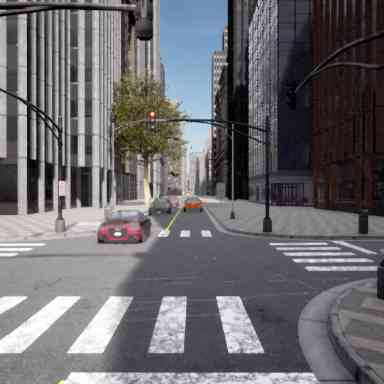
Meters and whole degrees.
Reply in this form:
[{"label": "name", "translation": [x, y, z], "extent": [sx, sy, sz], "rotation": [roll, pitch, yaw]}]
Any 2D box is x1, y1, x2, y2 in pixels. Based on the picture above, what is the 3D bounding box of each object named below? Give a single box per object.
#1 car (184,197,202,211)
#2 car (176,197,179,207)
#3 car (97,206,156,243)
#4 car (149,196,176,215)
[{"label": "car", "translation": [0.115, 1.353, 40.610], "extent": [2.097, 1.767, 4.553], "rotation": [0, 0, 0]}, {"label": "car", "translation": [-3.059, 1.353, 49.736], "extent": [2.097, 1.767, 4.553], "rotation": [0, 0, 0]}, {"label": "car", "translation": [-3.093, 1.565, 15.854], "extent": [1.994, 1.385, 4.181], "rotation": [0, 0, 0]}, {"label": "car", "translation": [-3.085, 1.352, 33.396], "extent": [2.097, 1.767, 4.553], "rotation": [0, 0, 0]}]
